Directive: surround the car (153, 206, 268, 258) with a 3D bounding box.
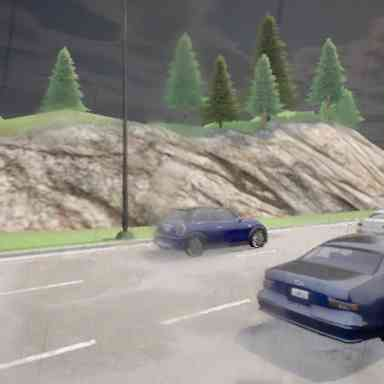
[{"bbox_3d":[0.842,1.325,12.955,4.553,1.767,2.097,0,0,-36],"label":"car"}]

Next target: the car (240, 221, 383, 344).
[{"bbox_3d":[3.615,1.525,6.330,5.357,1.411,2.033,0,0,-36],"label":"car"}]

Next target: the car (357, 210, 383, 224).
[{"bbox_3d":[8.911,1.471,14.416,4.674,1.442,1.812,0,0,-36],"label":"car"}]
